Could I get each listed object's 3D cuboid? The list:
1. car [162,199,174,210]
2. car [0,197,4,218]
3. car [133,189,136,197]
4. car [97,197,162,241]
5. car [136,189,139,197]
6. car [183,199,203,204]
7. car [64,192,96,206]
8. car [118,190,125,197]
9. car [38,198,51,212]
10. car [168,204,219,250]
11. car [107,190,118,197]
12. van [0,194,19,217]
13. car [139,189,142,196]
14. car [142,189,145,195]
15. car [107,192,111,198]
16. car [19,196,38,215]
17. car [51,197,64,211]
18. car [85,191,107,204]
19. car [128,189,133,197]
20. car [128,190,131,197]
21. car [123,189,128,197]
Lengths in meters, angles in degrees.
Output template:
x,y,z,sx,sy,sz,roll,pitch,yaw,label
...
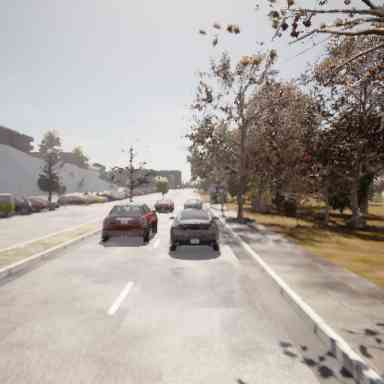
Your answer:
x,y,z,sx,sy,sz,roll,pitch,yaw,label
-2.898,1.400,36.006,1.895,1.301,4.718,0,1,0,car
-16.851,1.381,24.108,4.892,1.521,2.231,-1,1,-20,car
-16.823,0.769,81.097,4.674,1.452,2.002,-1,1,-20,car
-2.900,1.294,16.453,2.097,1.767,4.553,0,0,0,car
-16.811,0.660,84.096,5.008,1.535,2.097,-1,2,-20,car
0.101,1.370,32.435,2.033,1.411,5.357,0,0,0,car
-16.816,1.229,48.078,4.792,1.488,2.163,-1,0,-20,car
-16.658,1.006,66.148,5.366,1.575,1.946,-1,1,-20,car
-16.847,1.353,33.055,4.674,1.452,2.002,-1,1,-20,car
0.100,1.462,14.045,1.837,1.490,4.892,0,0,0,car
-16.811,0.842,60.091,5.566,2.045,2.435,-1,0,-20,car
-16.966,1.134,27.045,4.442,1.987,1.878,-1,1,-20,van
-16.788,0.548,90.112,4.792,1.488,2.163,-1,1,-20,car
-16.792,0.199,93.108,5.566,2.045,2.435,-1,1,-20,car
-16.840,1.163,57.075,4.674,1.452,2.002,-1,0,-20,car
-16.825,1.209,30.081,4.553,1.767,2.185,-1,1,-20,car
-16.824,1.319,36.073,4.792,1.488,2.163,-1,0,-20,car
-17.010,1.151,54.002,5.366,1.575,1.946,-1,1,-20,car
-16.854,0.669,78.084,4.553,1.767,2.185,-1,1,-20,car
-16.827,0.899,75.099,4.674,1.452,2.002,-1,1,-20,car
-16.857,0.714,69.071,5.566,2.045,2.435,-1,1,-20,car
